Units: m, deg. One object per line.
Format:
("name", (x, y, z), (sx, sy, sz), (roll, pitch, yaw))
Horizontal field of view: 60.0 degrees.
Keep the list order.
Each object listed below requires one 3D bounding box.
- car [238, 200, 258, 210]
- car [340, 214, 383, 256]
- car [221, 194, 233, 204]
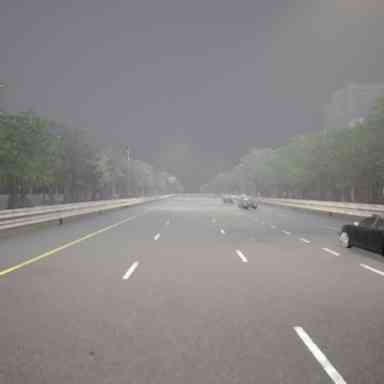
("car", (7.023, 1.633, 42.341), (1.895, 1.301, 4.718), (0, 0, 0))
("car", (6.999, 1.497, 11.633), (1.882, 1.535, 5.008), (0, 0, 0))
("car", (7.110, 1.590, 67.285), (1.812, 1.442, 4.674), (0, 0, 0))
